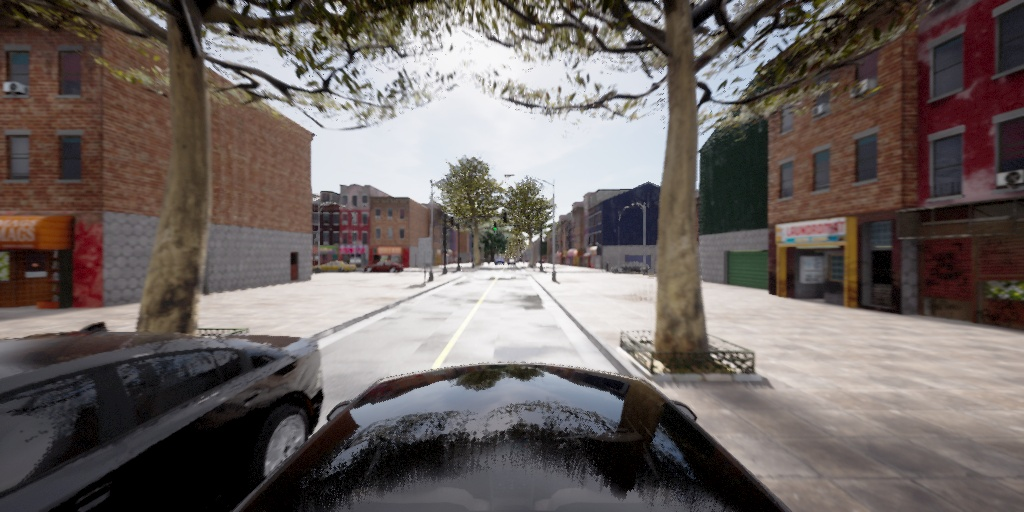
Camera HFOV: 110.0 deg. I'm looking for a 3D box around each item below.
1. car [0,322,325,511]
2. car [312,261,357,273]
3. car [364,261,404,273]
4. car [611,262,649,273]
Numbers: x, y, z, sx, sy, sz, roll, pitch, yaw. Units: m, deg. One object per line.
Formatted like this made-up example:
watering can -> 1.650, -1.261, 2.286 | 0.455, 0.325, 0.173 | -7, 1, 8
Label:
car -> -2.850, 1.227, 1.621 | 1.882, 1.535, 5.008 | 0, 0, 0
car -> -20.938, 1.221, 42.252 | 4.829, 1.417, 1.751 | 0, 0, 0
car -> -15.089, 1.254, 42.288 | 4.507, 1.381, 1.888 | 0, 0, 0
car -> 13.940, 1.356, 42.469 | 4.403, 1.370, 2.007 | 0, 0, 0
